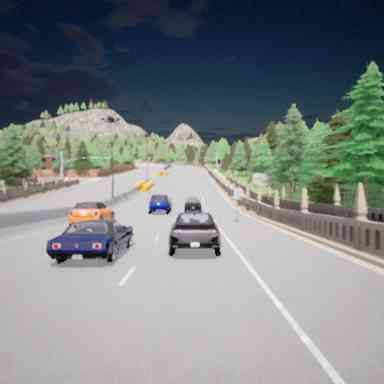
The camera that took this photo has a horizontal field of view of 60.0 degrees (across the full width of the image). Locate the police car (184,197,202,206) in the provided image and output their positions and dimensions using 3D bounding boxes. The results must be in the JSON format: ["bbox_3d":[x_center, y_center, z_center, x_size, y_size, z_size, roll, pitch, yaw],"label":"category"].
[{"bbox_3d":[0.108,1.373,37.999,1.930,1.638,5.238,0,2,0],"label":"police car"}]

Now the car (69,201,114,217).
[{"bbox_3d":[-6.895,1.436,23.290,2.097,1.767,4.553,0,0,0],"label":"car"}]

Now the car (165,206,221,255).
[{"bbox_3d":[0.102,1.540,13.433,2.128,1.511,4.902,0,0,0],"label":"car"}]

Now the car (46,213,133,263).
[{"bbox_3d":[-3.398,1.644,12.097,1.895,1.301,4.718,0,0,0],"label":"car"}]

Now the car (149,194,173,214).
[{"bbox_3d":[-3.392,1.223,36.383,2.150,2.045,5.566,0,2,0],"label":"car"}]
